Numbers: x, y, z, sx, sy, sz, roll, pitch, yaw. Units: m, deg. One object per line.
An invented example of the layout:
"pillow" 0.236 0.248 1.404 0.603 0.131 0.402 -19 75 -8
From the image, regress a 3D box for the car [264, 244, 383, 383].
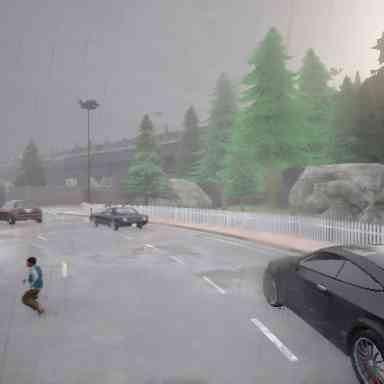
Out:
"car" 2.658 1.526 5.108 1.812 1.442 4.674 0 0 -9

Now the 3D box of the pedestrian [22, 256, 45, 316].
"pedestrian" -2.827 1.674 5.992 0.500 1.100 0.500 0 0 -14

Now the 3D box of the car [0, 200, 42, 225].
"car" -12.846 1.352 24.487 4.553 1.767 2.097 0 0 44

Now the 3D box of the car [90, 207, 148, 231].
"car" -4.713 1.601 20.865 1.895 1.301 4.718 0 0 -39
